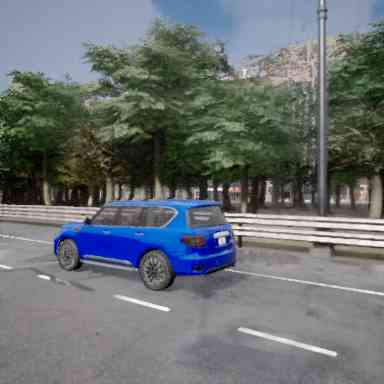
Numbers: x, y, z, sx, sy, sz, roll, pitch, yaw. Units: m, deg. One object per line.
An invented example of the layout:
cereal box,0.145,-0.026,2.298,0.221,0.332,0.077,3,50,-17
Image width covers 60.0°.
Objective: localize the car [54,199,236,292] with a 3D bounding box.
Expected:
car,-1.490,1.226,9.234,5.566,2.045,2.150,0,0,36
